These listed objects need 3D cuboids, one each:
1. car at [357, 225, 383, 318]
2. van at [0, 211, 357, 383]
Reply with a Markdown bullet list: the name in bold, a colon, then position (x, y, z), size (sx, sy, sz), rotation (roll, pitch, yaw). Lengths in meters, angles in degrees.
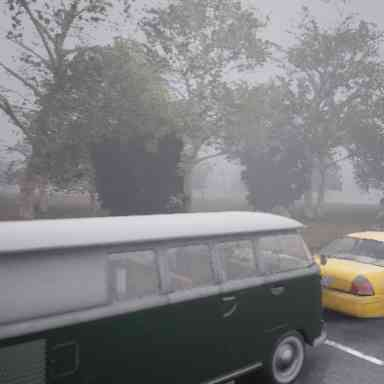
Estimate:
- **car**: position (4.319, 1.499, 7.132), size (5.366, 1.575, 1.946), rotation (0, 0, -33)
- **van**: position (-0.272, 1.260, 3.860), size (4.442, 1.987, 1.878), rotation (0, 0, -33)
